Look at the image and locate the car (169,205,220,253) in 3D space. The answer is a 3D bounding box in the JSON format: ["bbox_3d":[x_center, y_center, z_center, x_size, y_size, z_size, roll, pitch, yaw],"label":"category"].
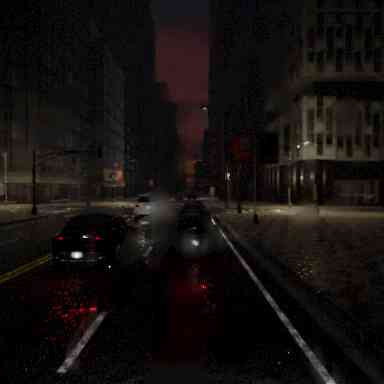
[{"bbox_3d":[0.101,1.479,13.567,1.837,1.490,4.892,0,0,0],"label":"car"}]

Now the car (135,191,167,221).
[{"bbox_3d":[-3.285,1.175,26.604,2.150,2.045,5.566,0,0,-3],"label":"car"}]

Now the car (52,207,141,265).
[{"bbox_3d":[-3.151,1.482,11.529,1.837,1.490,4.892,0,0,0],"label":"car"}]

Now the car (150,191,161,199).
[{"bbox_3d":[-9.760,0.730,89.459,2.150,2.045,5.566,0,0,0],"label":"car"}]

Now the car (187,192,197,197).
[{"bbox_3d":[-0.009,1.115,84.105,2.150,2.045,5.566,0,0,0],"label":"car"}]

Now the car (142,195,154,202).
[{"bbox_3d":[-9.758,1.383,73.862,1.882,1.535,5.008,0,0,0],"label":"car"}]

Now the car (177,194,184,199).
[{"bbox_3d":[-3.260,1.279,94.495,1.812,1.442,4.674,0,0,0],"label":"car"}]

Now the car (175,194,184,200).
[{"bbox_3d":[-3.260,1.442,84.493,1.994,1.385,4.181,0,0,0],"label":"car"}]

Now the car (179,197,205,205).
[{"bbox_3d":[0.101,1.431,27.937,1.882,1.535,5.008,0,0,0],"label":"car"}]

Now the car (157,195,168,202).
[{"bbox_3d":[-6.508,1.406,73.863,1.837,1.490,4.892,0,0,0],"label":"car"}]
